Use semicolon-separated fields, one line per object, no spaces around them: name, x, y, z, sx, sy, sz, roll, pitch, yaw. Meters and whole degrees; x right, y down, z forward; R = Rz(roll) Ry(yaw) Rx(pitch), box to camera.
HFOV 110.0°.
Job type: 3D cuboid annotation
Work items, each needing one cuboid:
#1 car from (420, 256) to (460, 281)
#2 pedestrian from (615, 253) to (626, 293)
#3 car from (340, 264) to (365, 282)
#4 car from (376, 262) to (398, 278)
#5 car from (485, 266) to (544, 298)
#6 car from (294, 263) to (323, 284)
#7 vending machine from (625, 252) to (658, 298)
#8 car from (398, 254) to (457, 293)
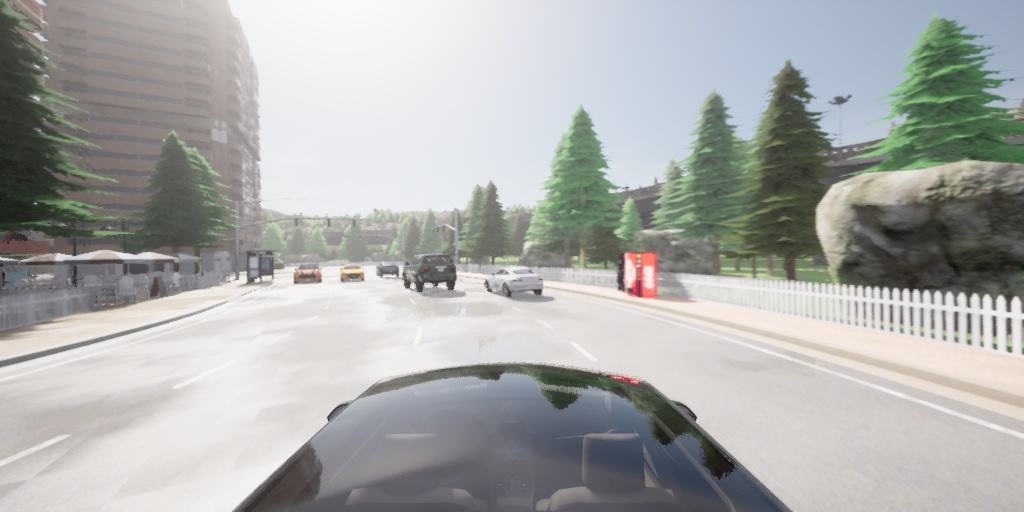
car;-6.757;1.073;32.985;2.150;2.045;5.566;-1;0;-26
pedestrian;5.067;0.763;16.602;0.375;1.860;0.375;-1;0;-18
car;-14.694;1.500;33.003;1.882;1.535;5.008;-1;0;-26
car;-12.953;1.358;37.341;2.128;1.511;4.902;-1;0;-27
car;0.038;1.252;18.505;1.812;1.442;4.674;-1;0;-22
car;-18.101;1.447;31.997;2.097;1.767;4.553;-1;0;-27
vending machine;5.517;0.810;15.296;1.100;2.100;0.880;0;0;-16
car;-5.165;0.911;22.031;2.150;2.045;5.566;-1;0;-28
